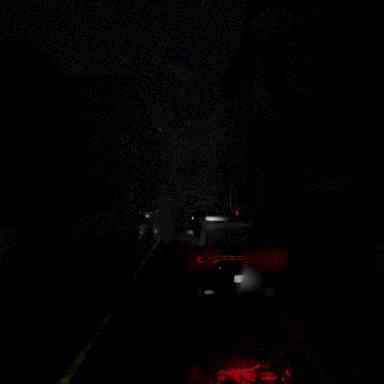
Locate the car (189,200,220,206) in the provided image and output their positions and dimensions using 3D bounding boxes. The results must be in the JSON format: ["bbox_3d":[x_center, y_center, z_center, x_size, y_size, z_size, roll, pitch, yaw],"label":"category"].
[{"bbox_3d":[0.896,1.443,18.639,1.837,1.490,4.892,0,0,0],"label":"car"}]

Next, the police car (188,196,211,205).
[{"bbox_3d":[0.894,1.343,24.749,1.930,1.638,5.238,0,0,0],"label":"police car"}]

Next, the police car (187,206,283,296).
[{"bbox_3d":[0.898,1.396,8.749,1.930,1.638,5.238,0,0,0],"label":"police car"}]

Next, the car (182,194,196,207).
[{"bbox_3d":[0.027,1.192,48.339,2.097,1.767,4.553,0,0,0],"label":"car"}]

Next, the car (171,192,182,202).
[{"bbox_3d":[-3.018,0.993,67.006,2.150,2.045,5.566,0,1,0],"label":"car"}]

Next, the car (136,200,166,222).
[{"bbox_3d":[-3.104,1.406,25.612,2.128,1.511,4.902,0,0,0],"label":"car"}]
